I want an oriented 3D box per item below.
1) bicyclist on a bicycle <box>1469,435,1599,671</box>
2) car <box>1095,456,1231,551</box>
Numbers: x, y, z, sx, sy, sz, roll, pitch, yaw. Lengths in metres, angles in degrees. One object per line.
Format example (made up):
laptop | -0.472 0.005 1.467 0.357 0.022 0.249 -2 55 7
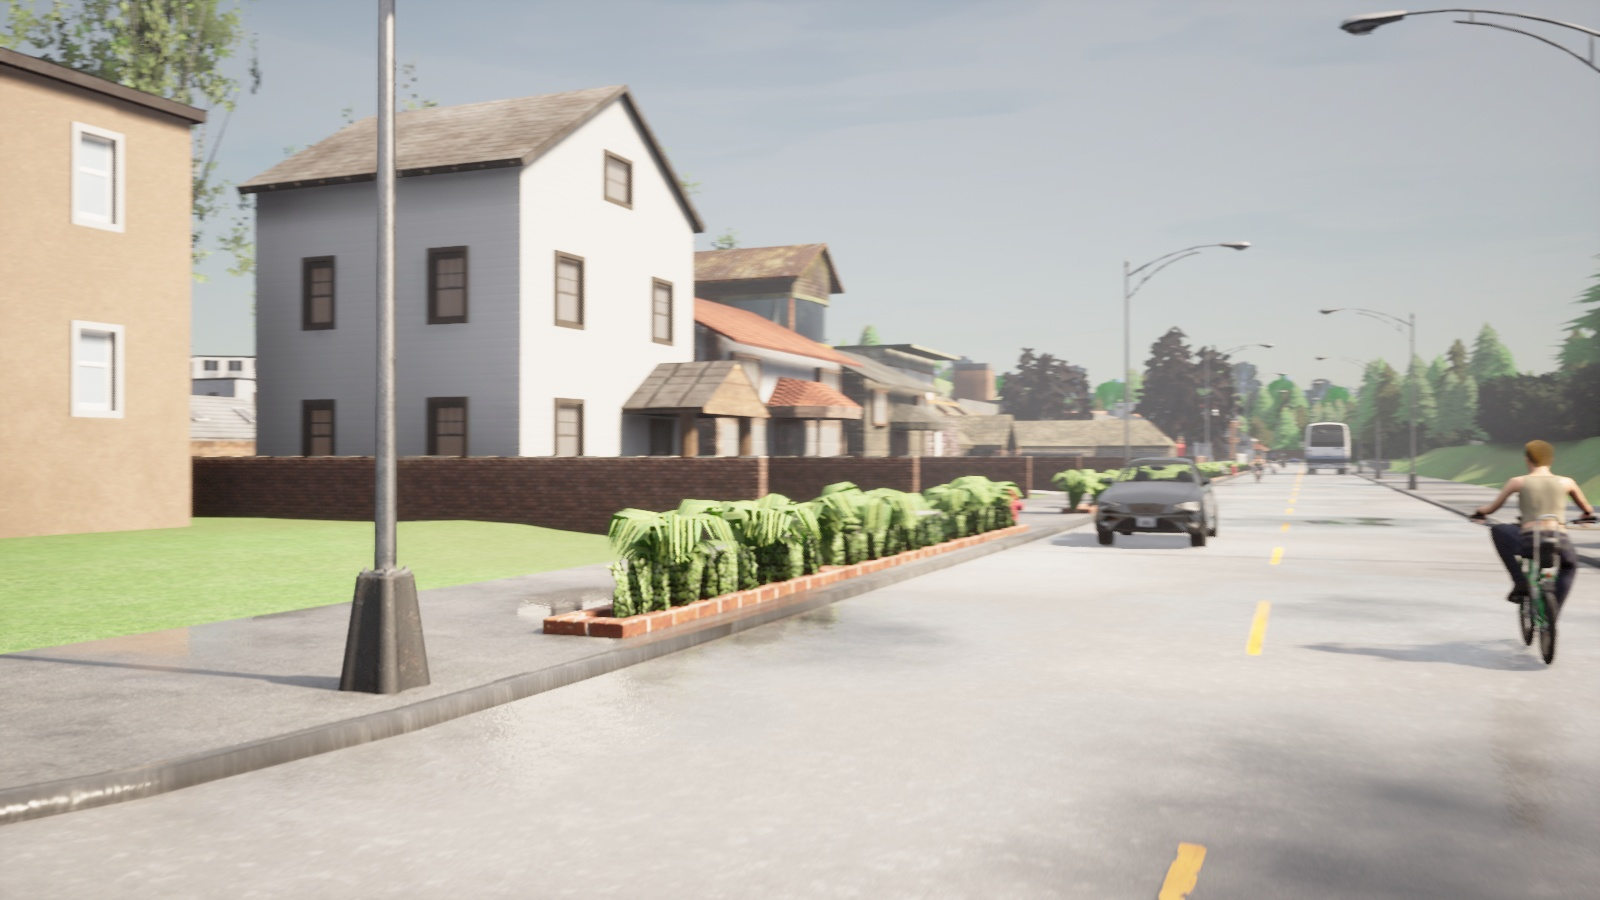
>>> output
bicyclist on a bicycle | 5.562 0.707 9.369 0.866 1.612 1.509 0 0 23
car | 6.402 0.846 21.841 1.816 1.474 4.193 0 0 22
